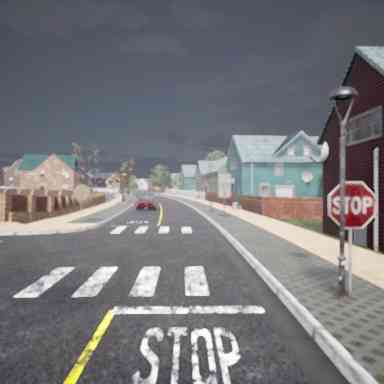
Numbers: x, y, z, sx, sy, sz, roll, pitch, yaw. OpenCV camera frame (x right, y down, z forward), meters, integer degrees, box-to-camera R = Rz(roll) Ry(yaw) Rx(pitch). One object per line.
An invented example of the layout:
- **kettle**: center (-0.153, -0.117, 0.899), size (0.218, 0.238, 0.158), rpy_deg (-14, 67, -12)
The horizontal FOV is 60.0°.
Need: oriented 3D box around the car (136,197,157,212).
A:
- **car**: center (-4.254, 1.109, 31.406), size (1.895, 1.301, 4.718), rpy_deg (0, 1, -5)
